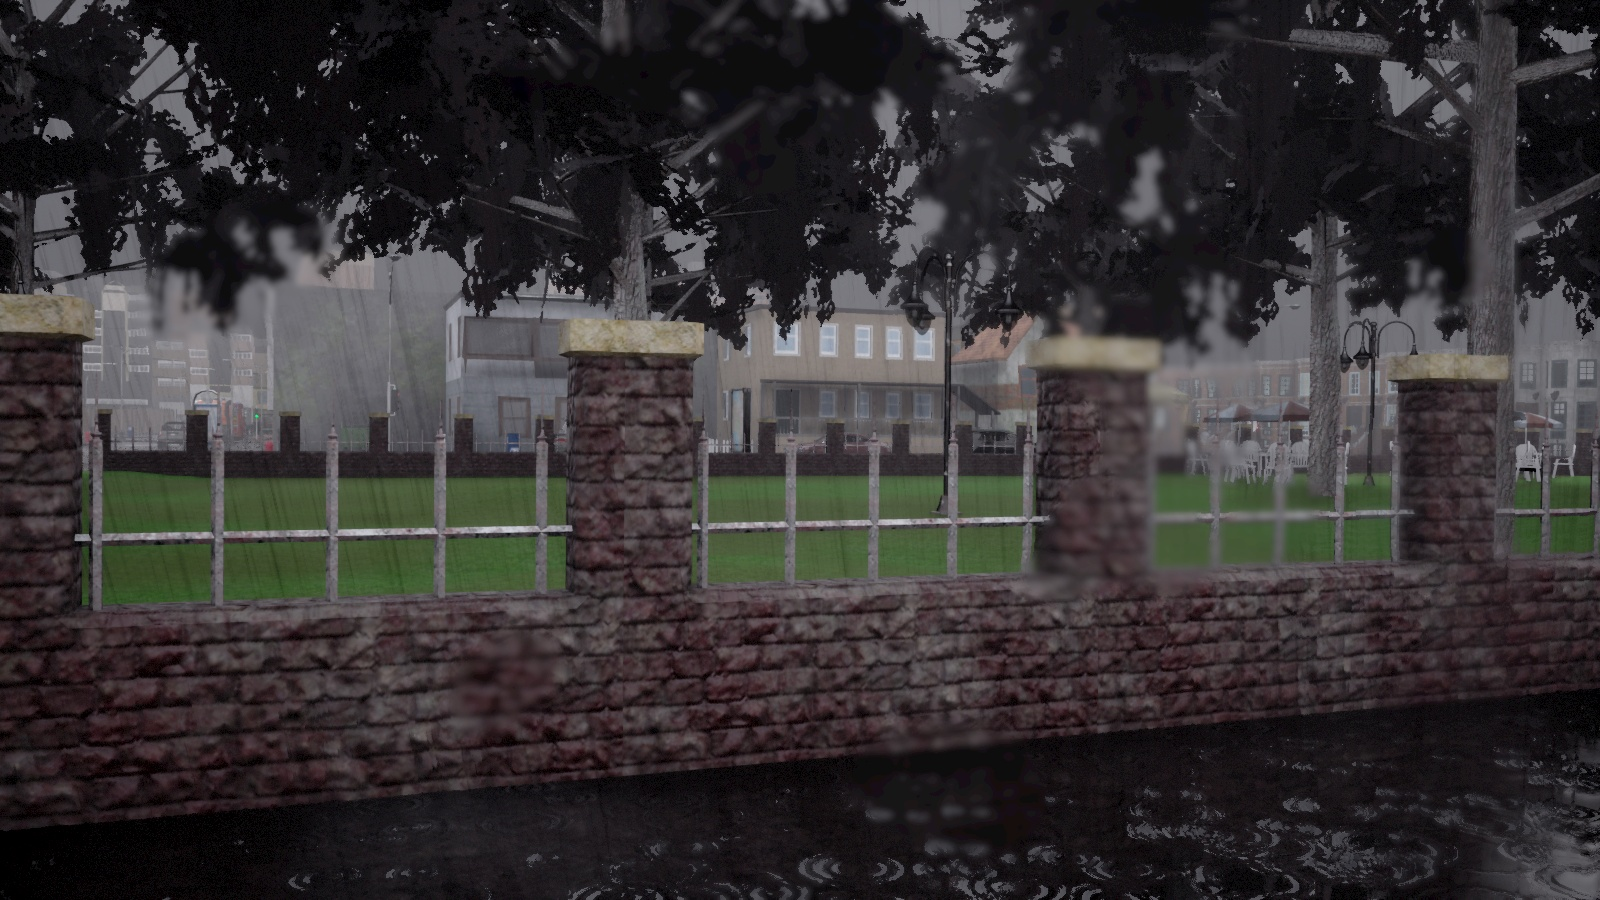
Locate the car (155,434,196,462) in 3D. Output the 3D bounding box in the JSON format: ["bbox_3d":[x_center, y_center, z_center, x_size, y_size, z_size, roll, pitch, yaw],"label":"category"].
[{"bbox_3d":[-38.474,-0.148,77.463,1.851,1.617,3.988,-1,1,-21],"label":"car"}]

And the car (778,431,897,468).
[{"bbox_3d":[1.576,-0.052,52.808,4.674,1.442,1.812,-1,1,-21],"label":"car"}]

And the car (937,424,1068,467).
[{"bbox_3d":[8.229,-0.191,51.051,4.856,1.649,2.033,-1,1,-21],"label":"car"}]

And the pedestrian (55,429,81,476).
[{"bbox_3d":[-29.132,0.090,49.960,0.540,1.848,0.694,0,1,28],"label":"pedestrian"}]

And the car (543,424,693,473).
[{"bbox_3d":[-6.586,-0.091,45.430,5.027,1.651,2.152,-1,1,-21],"label":"car"}]
